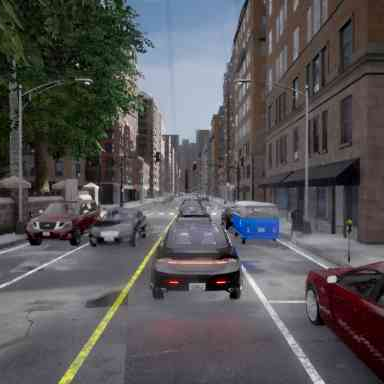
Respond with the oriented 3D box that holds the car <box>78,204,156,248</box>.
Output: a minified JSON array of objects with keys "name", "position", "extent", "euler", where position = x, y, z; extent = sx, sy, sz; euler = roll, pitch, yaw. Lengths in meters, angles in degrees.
[{"name":"car","position":[-3.090,1.487,14.883],"extent":[2.128,1.511,4.902],"euler":[0,0,0]}]

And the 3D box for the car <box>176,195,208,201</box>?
[{"name":"car","position":[-0.014,1.338,27.526],"extent":[2.097,1.767,4.553],"euler":[0,0,0]}]

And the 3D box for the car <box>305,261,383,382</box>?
[{"name":"car","position":[2.853,1.544,4.188],"extent":[1.887,1.381,4.507],"euler":[0,0,0]}]

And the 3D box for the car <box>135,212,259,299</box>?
[{"name":"car","position":[0.096,1.490,8.409],"extent":[2.128,1.511,4.902],"euler":[0,0,0]}]

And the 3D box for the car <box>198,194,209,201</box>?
[{"name":"car","position":[2.820,1.386,75.546],"extent":[1.967,1.590,4.097],"euler":[0,0,0]}]

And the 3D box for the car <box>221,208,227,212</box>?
[{"name":"car","position":[2.846,1.557,21.169],"extent":[1.947,1.339,4.313],"euler":[0,0,0]}]

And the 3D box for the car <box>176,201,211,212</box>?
[{"name":"car","position":[0.090,1.485,18.348],"extent":[2.128,1.511,4.902],"euler":[0,0,0]}]

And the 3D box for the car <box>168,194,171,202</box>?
[{"name":"car","position":[-5.699,1.502,64.604],"extent":[2.008,1.369,4.403],"euler":[0,0,0]}]

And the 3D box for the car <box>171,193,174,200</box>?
[{"name":"car","position":[-5.704,1.491,75.506],"extent":[1.887,1.381,4.507],"euler":[0,0,0]}]

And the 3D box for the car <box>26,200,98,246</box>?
[{"name":"car","position":[-5.677,1.310,15.465],"extent":[2.192,1.841,5.009],"euler":[0,0,0]}]

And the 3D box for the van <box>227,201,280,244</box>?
[{"name":"van","position":[2.848,1.336,15.509],"extent":[1.690,1.788,3.998],"euler":[0,0,0]}]

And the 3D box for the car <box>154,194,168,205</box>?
[{"name":"car","position":[-5.697,1.480,58.984],"extent":[1.752,1.417,4.829],"euler":[0,0,0]}]

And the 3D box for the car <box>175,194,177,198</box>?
[{"name":"car","position":[-5.709,1.496,86.408],"extent":[2.008,1.369,4.403],"euler":[0,0,0]}]

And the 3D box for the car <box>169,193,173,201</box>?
[{"name":"car","position":[-5.702,1.493,70.055],"extent":[1.887,1.381,4.507],"euler":[0,0,0]}]
